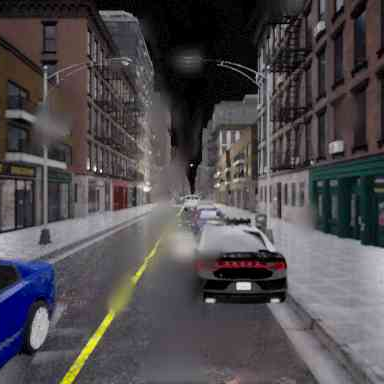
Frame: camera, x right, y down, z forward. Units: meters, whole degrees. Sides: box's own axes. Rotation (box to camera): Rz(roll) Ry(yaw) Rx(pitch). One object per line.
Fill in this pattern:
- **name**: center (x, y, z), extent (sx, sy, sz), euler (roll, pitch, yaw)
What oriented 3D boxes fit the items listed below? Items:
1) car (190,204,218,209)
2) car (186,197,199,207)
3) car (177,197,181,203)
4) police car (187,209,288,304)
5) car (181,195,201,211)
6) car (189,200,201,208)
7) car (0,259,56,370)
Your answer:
- **car**: center (0.933, 1.612, 18.319), extent (1.812, 1.442, 4.674), euler (0, 0, 0)
- **car**: center (0.107, 1.736, 59.324), extent (2.097, 1.767, 4.553), euler (0, 0, 0)
- **car**: center (-2.843, 2.157, 86.838), extent (1.812, 1.442, 4.674), euler (0, -1, 0)
- **police car**: center (0.915, 1.462, 8.429), extent (1.930, 1.638, 5.238), euler (0, 0, 0)
- **car**: center (0.090, 1.491, 45.368), extent (2.150, 2.045, 5.566), euler (0, 0, 1)
- **car**: center (0.944, 1.598, 24.319), extent (1.882, 1.535, 5.008), euler (0, 0, 0)
- **car**: center (-3.095, 1.491, 3.283), extent (1.882, 1.535, 5.008), euler (0, 0, 0)
